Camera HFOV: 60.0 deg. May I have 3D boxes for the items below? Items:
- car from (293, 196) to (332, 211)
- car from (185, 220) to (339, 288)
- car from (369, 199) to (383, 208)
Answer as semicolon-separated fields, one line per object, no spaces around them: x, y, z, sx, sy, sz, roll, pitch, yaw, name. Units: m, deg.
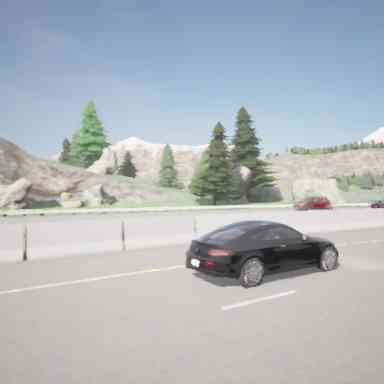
14.235;1.294;39.326;4.553;1.767;2.097;0;0;-23;car
2.013;1.509;9.127;4.674;1.442;1.812;0;0;-33;car
22.948;1.522;39.011;4.181;1.385;1.994;0;0;-20;car
